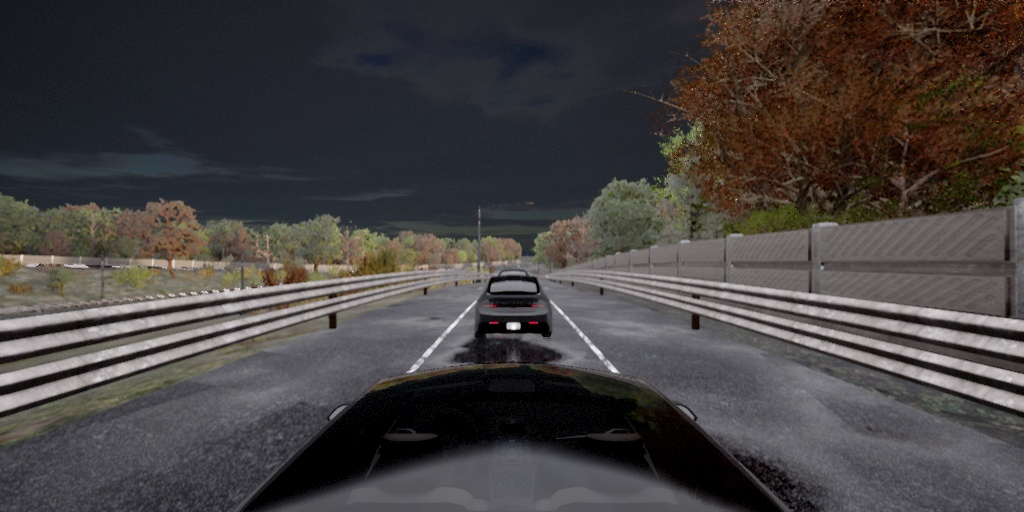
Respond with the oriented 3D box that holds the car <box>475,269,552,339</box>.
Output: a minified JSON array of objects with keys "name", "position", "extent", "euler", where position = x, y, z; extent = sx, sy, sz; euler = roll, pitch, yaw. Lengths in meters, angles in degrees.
[{"name":"car","position":[0.041,1.275,10.135],"extent":[1.837,1.490,4.892],"euler":[0,0,0]}]
